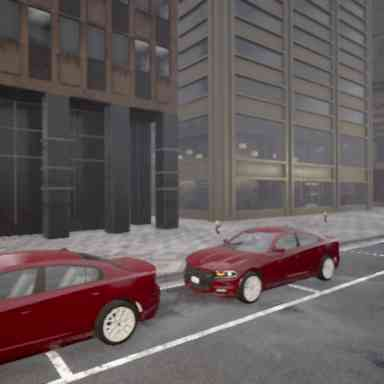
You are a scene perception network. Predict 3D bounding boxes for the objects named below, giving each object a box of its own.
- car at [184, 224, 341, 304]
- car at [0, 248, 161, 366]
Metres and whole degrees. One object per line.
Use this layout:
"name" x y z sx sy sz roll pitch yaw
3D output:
"car" 1.860 1.535 8.153 4.507 1.381 1.887 0 0 -37
"car" -2.599 1.570 4.762 4.507 1.381 1.887 0 0 -37
